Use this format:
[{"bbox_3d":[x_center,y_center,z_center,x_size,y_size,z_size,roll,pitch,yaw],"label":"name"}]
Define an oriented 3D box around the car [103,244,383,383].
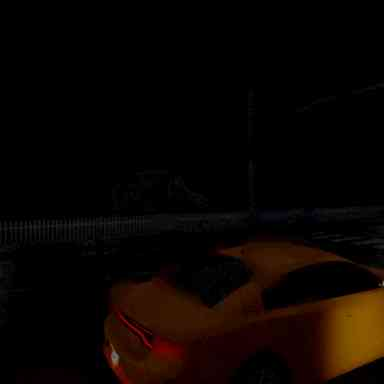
[{"bbox_3d":[1.376,1.469,4.559,5.008,1.535,1.882,0,0,-30],"label":"car"}]
